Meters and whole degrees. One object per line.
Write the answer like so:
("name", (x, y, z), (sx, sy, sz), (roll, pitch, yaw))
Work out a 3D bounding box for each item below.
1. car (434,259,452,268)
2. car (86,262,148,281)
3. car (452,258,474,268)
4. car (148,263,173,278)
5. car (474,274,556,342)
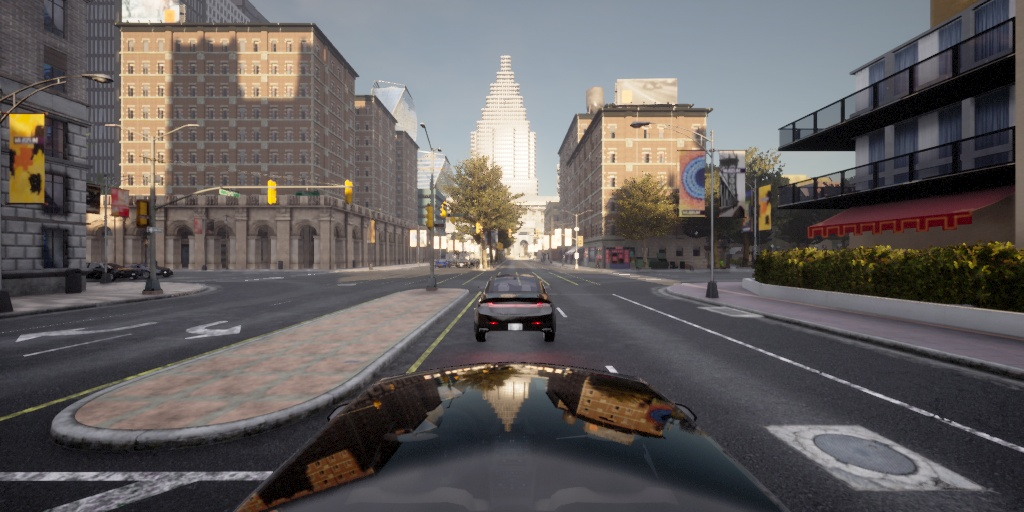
("car", (-11.549, 1.227, 60.008), (1.882, 1.535, 5.008), (0, 0, 0))
("car", (-33.345, 1.227, 29.200), (5.008, 1.535, 1.882), (0, 0, 0))
("car", (-8.052, 1.241, 59.593), (2.128, 1.511, 4.902), (0, 0, 0))
("car", (-33.633, 1.314, 32.693), (4.181, 1.385, 1.994), (0, 0, -1))
("car", (0.080, 1.241, 9.776), (2.128, 1.511, 4.902), (0, 0, 0))
